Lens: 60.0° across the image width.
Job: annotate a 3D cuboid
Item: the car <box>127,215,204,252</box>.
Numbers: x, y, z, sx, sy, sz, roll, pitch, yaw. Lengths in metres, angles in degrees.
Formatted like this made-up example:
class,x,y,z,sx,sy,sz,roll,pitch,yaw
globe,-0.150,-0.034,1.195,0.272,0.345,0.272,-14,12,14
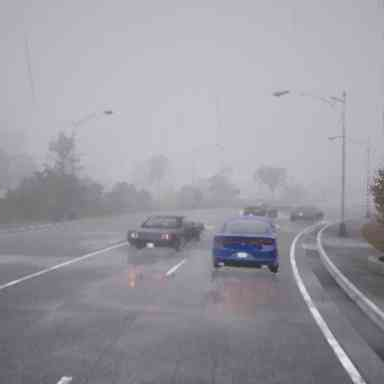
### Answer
class,x,y,z,sx,sy,sz,roll,pitch,yaw
car,-0.870,1.648,14.216,1.895,1.301,4.718,1,0,17

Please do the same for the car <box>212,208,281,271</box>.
class,x,y,z,sx,sy,sz,roll,pitch,yaw
car,1.939,1.544,11.298,1.882,1.535,5.008,0,0,14

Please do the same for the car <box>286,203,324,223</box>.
class,x,y,z,sx,sy,sz,roll,pitch,yaw
car,9.900,1.786,28.437,1.994,1.385,4.181,1,0,34

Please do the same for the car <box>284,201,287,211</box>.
class,x,y,z,sx,sy,sz,roll,pitch,yaw
car,10.920,1.777,41.777,1.994,1.385,4.181,1,0,40

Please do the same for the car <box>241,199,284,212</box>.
class,x,y,z,sx,sy,sz,roll,pitch,yaw
car,6.136,1.665,29.118,1.837,1.490,4.892,0,0,32
